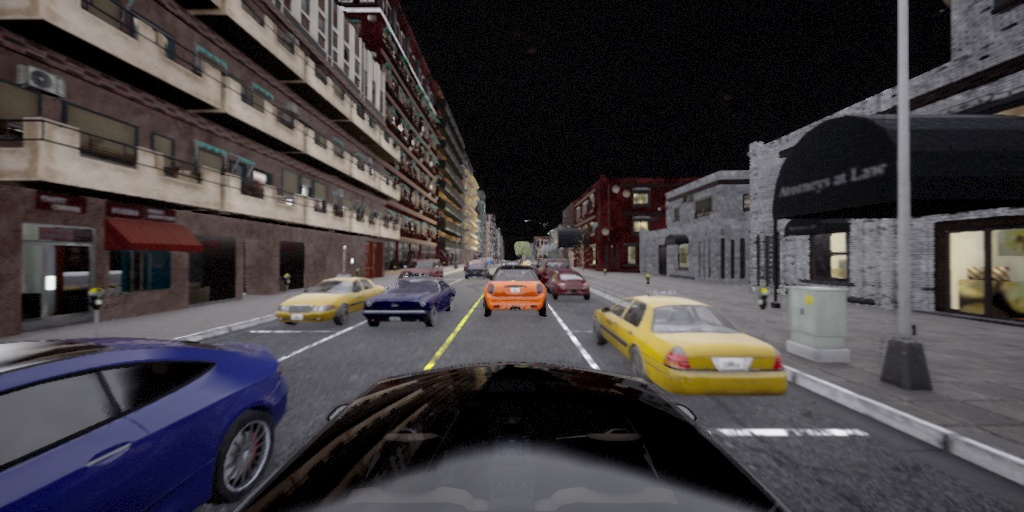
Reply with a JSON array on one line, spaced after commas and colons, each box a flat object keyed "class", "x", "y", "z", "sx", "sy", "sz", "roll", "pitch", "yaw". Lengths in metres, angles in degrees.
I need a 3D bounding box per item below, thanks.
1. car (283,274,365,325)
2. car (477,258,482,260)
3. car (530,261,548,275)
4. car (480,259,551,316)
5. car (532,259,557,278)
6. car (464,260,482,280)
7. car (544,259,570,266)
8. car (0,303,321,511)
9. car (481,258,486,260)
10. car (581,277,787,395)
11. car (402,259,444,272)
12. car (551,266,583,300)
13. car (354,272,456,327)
[{"class": "car", "x": -5.689, "y": 1.298, "z": 11.899, "sx": 1.751, "sy": 1.417, "sz": 4.829, "roll": 0, "pitch": 0, "yaw": 0}, {"class": "car", "x": -5.685, "y": 1.422, "z": 50.844, "sx": 1.888, "sy": 1.381, "sz": 4.507, "roll": 0, "pitch": 0, "yaw": 0}, {"class": "car", "x": 3.153, "y": 1.376, "z": 42.333, "sx": 1.812, "sy": 1.442, "sz": 4.674, "roll": 0, "pitch": 0, "yaw": 0}, {"class": "car", "x": 0.102, "y": 1.127, "z": 13.672, "sx": 2.097, "sy": 1.767, "sz": 4.553, "roll": 0, "pitch": 0, "yaw": 0}, {"class": "car", "x": 3.116, "y": 1.182, "z": 35.303, "sx": 2.097, "sy": 1.767, "sz": 4.553, "roll": 0, "pitch": 0, "yaw": 0}, {"class": "car", "x": -3.049, "y": 1.368, "z": 32.082, "sx": 2.033, "sy": 1.411, "sz": 5.357, "roll": 0, "pitch": 0, "yaw": 0}, {"class": "car", "x": 2.693, "y": 1.112, "z": 23.148, "sx": 2.192, "sy": 1.841, "sz": 5.009, "roll": 0, "pitch": 0, "yaw": 0}, {"class": "car", "x": -3.103, "y": 1.276, "z": 1.723, "sx": 1.812, "sy": 1.442, "sz": 4.674, "roll": 0, "pitch": 0, "yaw": 0}, {"class": "car", "x": -5.685, "y": 1.334, "z": 56.382, "sx": 1.967, "sy": 1.591, "sz": 4.097, "roll": 0, "pitch": 0, "yaw": 0}, {"class": "car", "x": 2.691, "y": 1.286, "z": 6.701, "sx": 1.751, "sy": 1.417, "sz": 4.829, "roll": 0, "pitch": 0, "yaw": 0}, {"class": "car", "x": -5.688, "y": 1.113, "z": 23.148, "sx": 2.192, "sy": 1.841, "sz": 5.009, "roll": 0, "pitch": 0, "yaw": 0}, {"class": "car", "x": 2.692, "y": 1.366, "z": 17.609, "sx": 1.802, "sy": 1.307, "sz": 4.207, "roll": 0, "pitch": 0, "yaw": 0}, {"class": "car", "x": -3.096, "y": 1.372, "z": 11.728, "sx": 1.895, "sy": 1.301, "sz": 4.718, "roll": 0, "pitch": 0, "yaw": 0}]
